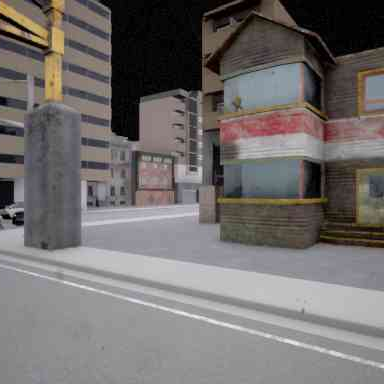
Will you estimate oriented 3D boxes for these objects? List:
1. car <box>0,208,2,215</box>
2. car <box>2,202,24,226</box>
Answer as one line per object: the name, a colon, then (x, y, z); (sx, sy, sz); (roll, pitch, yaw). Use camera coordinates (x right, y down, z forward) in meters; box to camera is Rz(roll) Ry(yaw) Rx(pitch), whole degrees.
car: (-13.269, 1.295, 25.708); (4.536, 1.218, 1.853); (0, 0, -30)
car: (-10.111, 1.453, 23.009); (2.038, 1.542, 4.974); (0, 0, 15)
